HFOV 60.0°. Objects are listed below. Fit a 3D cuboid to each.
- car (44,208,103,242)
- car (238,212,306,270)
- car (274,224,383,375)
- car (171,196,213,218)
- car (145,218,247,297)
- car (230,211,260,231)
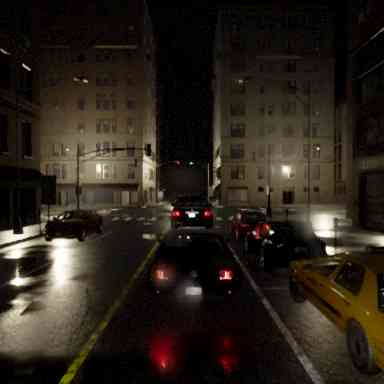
[{"bbox_3d":[-5.680,1.531,16.372,1.887,1.381,4.507,-1,0,0],"label":"car"},{"bbox_3d":[2.865,1.557,10.789,1.947,1.339,4.313,-1,0,0],"label":"car"},{"bbox_3d":[2.864,1.521,5.372,1.752,1.417,4.829,-1,0,0],"label":"car"},{"bbox_3d":[-0.004,1.206,18.533,2.150,2.045,5.566,0,0,0],"label":"car"},{"bbox_3d":[0.045,1.594,8.542,1.895,1.301,4.718,0,0,0],"label":"car"},{"bbox_3d":[2.865,1.568,16.374,1.802,1.307,4.206,-1,0,0],"label":"car"}]
